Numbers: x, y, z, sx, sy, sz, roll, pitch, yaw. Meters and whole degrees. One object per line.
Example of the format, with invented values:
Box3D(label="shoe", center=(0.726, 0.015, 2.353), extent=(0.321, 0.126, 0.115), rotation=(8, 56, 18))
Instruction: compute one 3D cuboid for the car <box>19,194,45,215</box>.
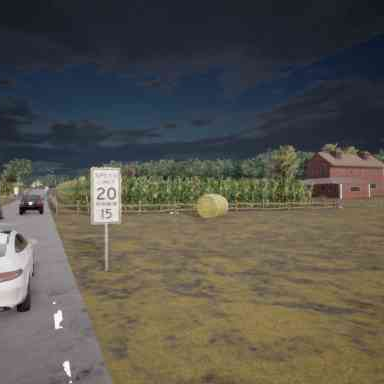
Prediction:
Box3D(label="car", center=(-16.930, 1.265, 35.230), extent=(2.150, 2.045, 5.566), rotation=(0, 0, -23))

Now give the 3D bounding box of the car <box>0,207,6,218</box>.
Box3D(label="car", center=(-16.120, 1.573, 26.350), extent=(1.812, 1.442, 4.674), rotation=(0, 0, -24))

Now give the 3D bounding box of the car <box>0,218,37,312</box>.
Box3D(label="car", center=(-4.441, 1.534, 7.158), extent=(1.812, 1.442, 4.674), rotation=(0, 0, -24))

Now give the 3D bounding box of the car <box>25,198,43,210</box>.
Box3D(label="car", center=(-21.175, 1.594, 44.625), extent=(2.033, 1.411, 5.357), rotation=(0, 0, -24))
